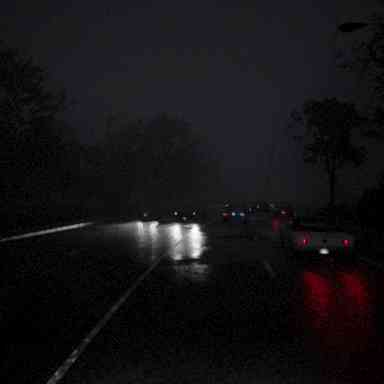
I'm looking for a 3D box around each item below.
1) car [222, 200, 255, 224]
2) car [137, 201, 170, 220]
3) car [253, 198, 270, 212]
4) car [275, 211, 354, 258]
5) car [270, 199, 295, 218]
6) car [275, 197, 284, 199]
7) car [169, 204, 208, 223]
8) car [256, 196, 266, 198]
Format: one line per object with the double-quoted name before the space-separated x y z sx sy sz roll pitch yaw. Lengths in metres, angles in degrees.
"car" 3.583 1.653 26.305 2.033 1.411 5.357 0 0 14
"car" -3.123 1.584 28.930 2.128 1.511 4.902 0 0 15
"car" 8.557 1.738 41.421 1.994 1.385 4.181 0 0 21
"car" 4.622 1.661 13.081 1.895 1.301 4.718 0 0 7
"car" 8.772 1.669 31.736 1.812 1.442 4.674 0 0 17
"car" 17.218 1.807 65.737 1.812 1.442 4.674 0 0 32
"car" -0.015 1.698 27.123 1.895 1.301 4.718 0 0 14
"car" 13.667 1.623 66.696 2.097 1.767 4.553 0 0 32
